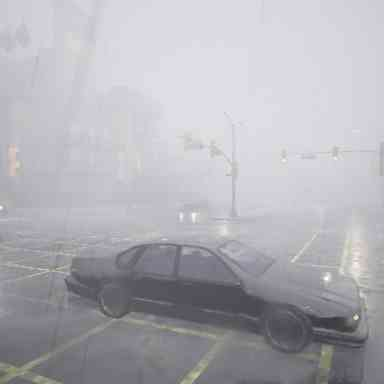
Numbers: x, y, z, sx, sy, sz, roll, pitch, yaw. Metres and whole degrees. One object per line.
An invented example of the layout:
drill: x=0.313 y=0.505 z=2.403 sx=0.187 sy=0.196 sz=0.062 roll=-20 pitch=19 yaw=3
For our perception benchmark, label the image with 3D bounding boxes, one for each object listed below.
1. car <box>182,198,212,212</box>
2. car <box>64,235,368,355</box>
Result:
car: x=0.635 y=1.478 z=39.580 sx=1.882 sy=1.535 sz=5.008 roll=0 pitch=0 yaw=28
car: x=0.178 y=1.540 z=6.092 sx=5.357 sy=1.411 sz=2.033 roll=0 pitch=0 yaw=26
